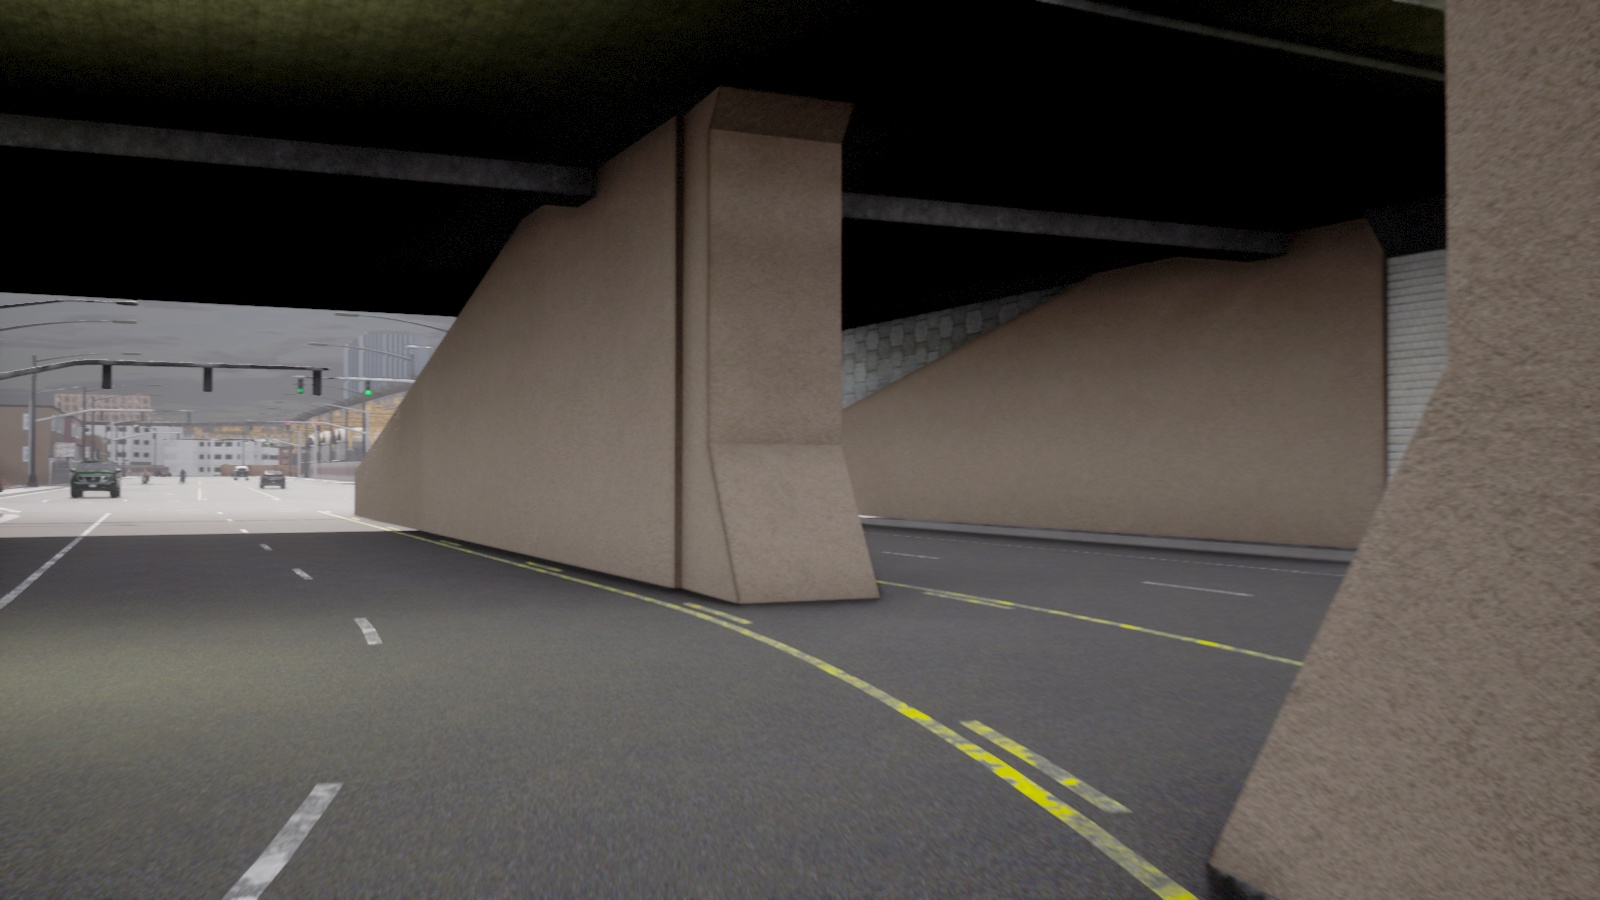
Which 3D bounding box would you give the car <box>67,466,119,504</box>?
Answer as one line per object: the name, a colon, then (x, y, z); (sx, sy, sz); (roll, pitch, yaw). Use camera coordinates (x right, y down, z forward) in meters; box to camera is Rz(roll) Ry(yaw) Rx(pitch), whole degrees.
car: (-38.951, 1.900, 69.275); (2.150, 2.045, 5.566); (0, -1, -26)
